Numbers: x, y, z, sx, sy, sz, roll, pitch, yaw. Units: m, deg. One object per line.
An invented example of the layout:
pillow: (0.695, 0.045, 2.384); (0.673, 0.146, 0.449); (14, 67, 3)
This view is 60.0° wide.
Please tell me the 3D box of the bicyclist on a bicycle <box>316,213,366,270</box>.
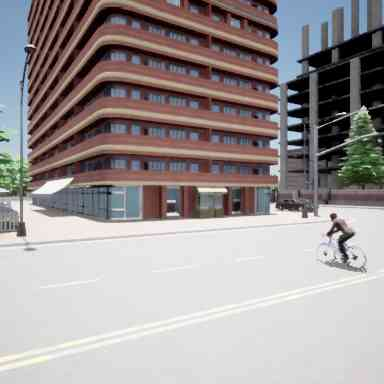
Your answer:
bicyclist on a bicycle: (4.412, 1.455, 9.971); (0.582, 1.620, 1.656); (0, -2, -32)

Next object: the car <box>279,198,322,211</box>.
car: (13.548, 1.491, 41.705); (2.128, 1.511, 4.902); (0, 0, -33)

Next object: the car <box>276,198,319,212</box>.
car: (11.789, 1.505, 37.954); (1.837, 1.490, 4.892); (0, 0, -32)
